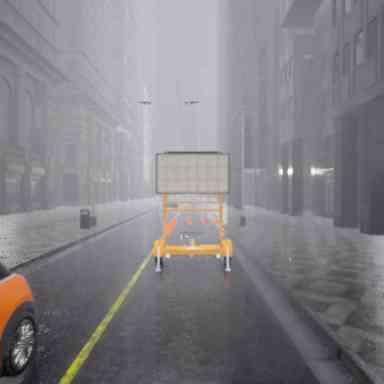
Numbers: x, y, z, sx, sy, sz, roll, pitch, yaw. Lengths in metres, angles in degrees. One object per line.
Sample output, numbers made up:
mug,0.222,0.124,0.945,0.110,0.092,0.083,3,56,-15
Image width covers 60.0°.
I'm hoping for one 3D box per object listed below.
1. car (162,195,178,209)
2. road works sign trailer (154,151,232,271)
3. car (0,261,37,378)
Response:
car,-3.026,1.554,46.683,1.812,1.442,4.674,0,0,0
road works sign trailer,0.031,0.463,10.903,2.380,3.560,2.880,0,0,0
car,-3.099,1.350,2.480,2.097,1.767,4.553,0,0,0
